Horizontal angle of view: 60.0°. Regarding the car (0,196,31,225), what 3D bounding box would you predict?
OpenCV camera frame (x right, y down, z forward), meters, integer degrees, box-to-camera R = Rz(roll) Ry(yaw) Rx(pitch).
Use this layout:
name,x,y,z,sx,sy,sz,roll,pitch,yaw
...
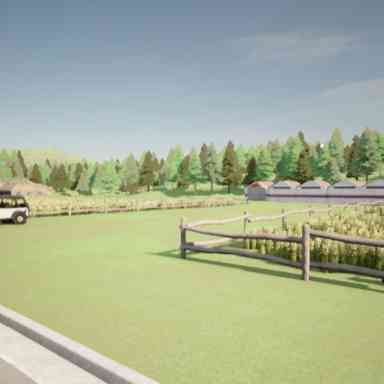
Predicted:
name,x,y,z,sx,sy,sz,roll,pitch,yaw
car,-12.081,1.168,20.579,1.905,1.878,3.866,0,0,38
